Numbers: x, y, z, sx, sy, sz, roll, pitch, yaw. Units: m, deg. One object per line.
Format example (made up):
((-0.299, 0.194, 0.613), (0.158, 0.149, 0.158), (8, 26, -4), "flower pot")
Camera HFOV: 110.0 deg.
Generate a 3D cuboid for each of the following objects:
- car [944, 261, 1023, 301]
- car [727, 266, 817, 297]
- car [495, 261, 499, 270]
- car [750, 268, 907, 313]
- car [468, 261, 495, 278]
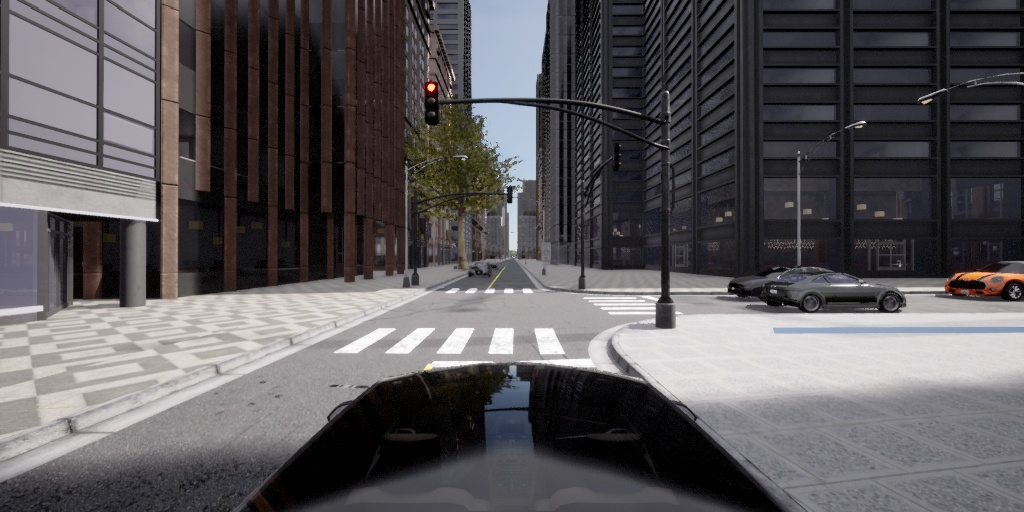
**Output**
((22.696, 1.017, 16.186), (4.553, 1.767, 2.097), (0, 0, 0), "car")
((12.413, 1.207, 16.191), (4.892, 1.490, 1.837), (0, 0, 0), "car")
((-2.937, 1.387, 52.076), (1.895, 1.301, 4.718), (0, 0, 0), "car")
((11.556, 1.257, 13.090), (4.181, 1.385, 1.994), (0, 0, 0), "car")
((-3.006, 1.321, 34.290), (1.994, 1.385, 4.181), (0, 0, 0), "car")
